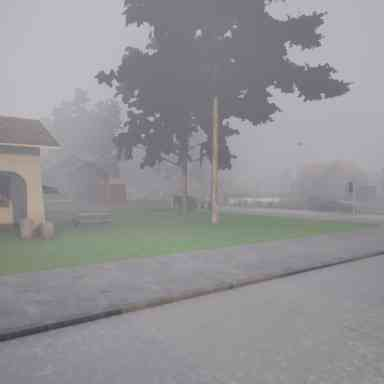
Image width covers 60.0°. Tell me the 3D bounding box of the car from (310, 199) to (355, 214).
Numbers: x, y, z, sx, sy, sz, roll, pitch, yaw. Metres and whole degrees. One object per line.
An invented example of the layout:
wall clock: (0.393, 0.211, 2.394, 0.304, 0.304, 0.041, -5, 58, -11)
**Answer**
car: (15.057, 1.517, 35.818, 1.812, 1.442, 4.674, 0, 0, -36)
